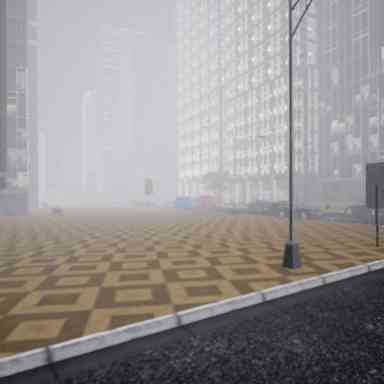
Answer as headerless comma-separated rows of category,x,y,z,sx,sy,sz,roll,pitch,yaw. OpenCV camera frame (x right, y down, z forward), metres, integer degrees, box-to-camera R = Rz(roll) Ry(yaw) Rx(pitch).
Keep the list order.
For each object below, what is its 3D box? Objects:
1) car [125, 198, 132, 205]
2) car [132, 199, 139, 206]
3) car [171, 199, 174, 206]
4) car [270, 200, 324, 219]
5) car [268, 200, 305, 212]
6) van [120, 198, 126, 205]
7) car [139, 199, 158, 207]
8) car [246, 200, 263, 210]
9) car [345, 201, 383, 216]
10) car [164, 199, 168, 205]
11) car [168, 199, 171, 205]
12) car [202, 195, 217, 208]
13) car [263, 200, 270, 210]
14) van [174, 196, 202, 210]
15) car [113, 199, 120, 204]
car,-12.727,2.332,73.546,1.887,1.381,4.507,-2,0,-25
car,-10.241,2.217,68.313,1.752,1.417,4.829,-2,0,-25
car,-0.974,1.636,55.018,2.150,2.045,5.566,0,-1,-25
car,9.002,1.532,27.825,2.008,1.369,4.403,-1,0,-25
car,11.741,1.663,41.584,1.947,1.339,4.313,-2,0,-25
van,-15.147,2.223,78.626,1.690,1.788,3.998,-2,0,-25
car,-7.899,2.153,63.386,2.008,1.369,4.403,-2,0,-25
car,9.327,1.750,46.664,1.947,1.339,4.313,-2,0,-25
car,16.570,1.475,31.424,2.008,1.369,4.403,-2,0,-25
car,-5.158,2.312,77.144,1.802,1.307,4.206,-2,0,-25
car,-2.523,2.059,65.355,1.837,1.490,4.892,0,-1,-25
car,2.070,1.604,55.765,2.150,2.045,5.566,0,-1,-25
car,9.638,1.516,32.548,2.128,1.511,4.902,0,-1,-25
van,-0.662,1.672,48.147,1.690,1.788,3.998,-1,0,-25
car,-19.969,2.615,88.784,1.887,1.381,4.507,-2,0,-25
